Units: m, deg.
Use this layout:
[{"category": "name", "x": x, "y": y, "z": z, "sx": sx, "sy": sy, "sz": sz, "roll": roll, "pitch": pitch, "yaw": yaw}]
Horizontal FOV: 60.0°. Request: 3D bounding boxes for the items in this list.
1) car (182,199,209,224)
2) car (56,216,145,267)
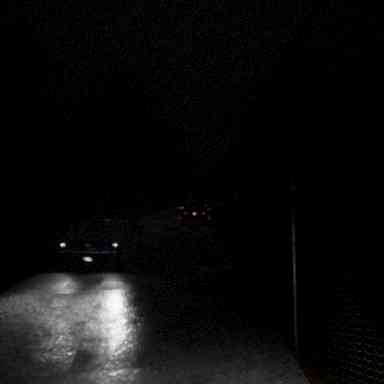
[{"category": "car", "x": 0.222, "y": 1.489, "z": 24.400, "sx": 2.033, "sy": 1.411, "sz": 5.357, "roll": 0, "pitch": 0, "yaw": 2}, {"category": "car", "x": -2.846, "y": 1.537, "z": 11.340, "sx": 1.895, "sy": 1.301, "sz": 4.718, "roll": 0, "pitch": 0, "yaw": 0}]
